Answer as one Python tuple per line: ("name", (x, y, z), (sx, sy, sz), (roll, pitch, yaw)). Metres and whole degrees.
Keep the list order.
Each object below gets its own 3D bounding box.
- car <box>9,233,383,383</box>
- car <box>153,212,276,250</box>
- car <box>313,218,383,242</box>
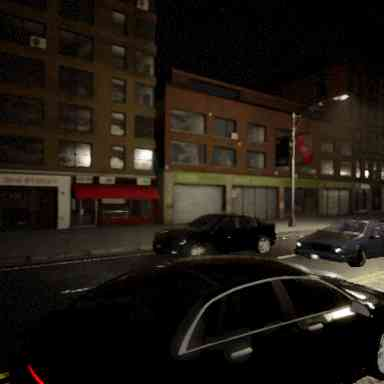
("car", (0.654, 1.527, 3.906), (4.892, 1.490, 1.837), (1, 0, -36))
("car", (0.966, 1.542, 12.304), (5.008, 1.535, 1.882), (1, -1, -35))
("car", (5.995, 1.643, 11.857), (5.357, 1.411, 2.033), (1, 0, -35))
